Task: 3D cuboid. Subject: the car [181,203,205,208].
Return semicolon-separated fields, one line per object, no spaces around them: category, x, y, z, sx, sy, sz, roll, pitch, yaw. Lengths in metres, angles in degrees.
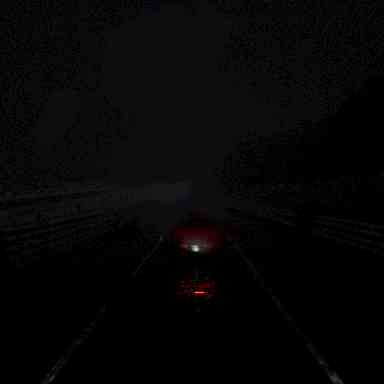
car;0.113;1.714;29.237;1.882;1.535;5.008;0;0;-1

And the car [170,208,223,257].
car;0.184;1.619;13.416;1.837;1.490;4.892;0;0;1
